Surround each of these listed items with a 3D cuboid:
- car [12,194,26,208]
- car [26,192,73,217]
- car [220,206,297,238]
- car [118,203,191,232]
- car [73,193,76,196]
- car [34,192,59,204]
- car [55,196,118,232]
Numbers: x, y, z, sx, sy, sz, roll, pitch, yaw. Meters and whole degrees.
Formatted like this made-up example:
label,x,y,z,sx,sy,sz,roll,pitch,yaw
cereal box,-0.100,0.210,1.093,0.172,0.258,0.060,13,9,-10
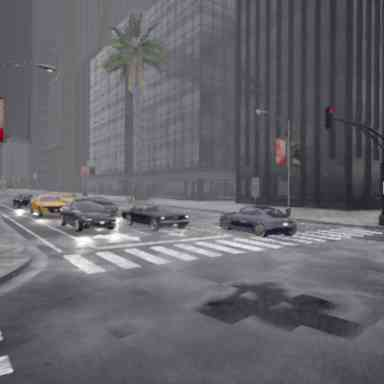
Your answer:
label,x,y,z,sx,sy,sz,roll,pitch,yaw
car,-16.751,0.856,33.517,1.895,1.301,4.718,0,1,-35
car,-10.918,0.941,25.251,1.882,1.535,5.008,0,1,-35
car,3.187,1.381,16.659,1.994,1.385,4.181,1,1,-30
car,-2.081,1.307,18.391,1.895,1.301,4.718,0,1,-36
car,-12.263,0.815,32.787,1.882,1.535,5.008,0,1,-35
car,-17.987,0.701,40.936,1.994,1.385,4.181,0,1,-35
car,-5.640,1.160,17.781,1.837,1.490,4.892,0,1,-35
